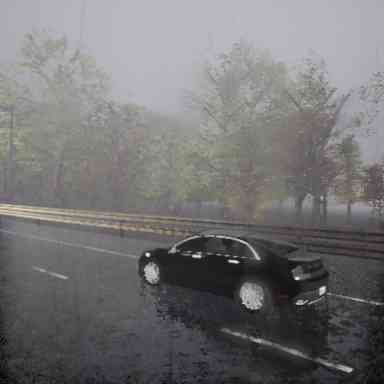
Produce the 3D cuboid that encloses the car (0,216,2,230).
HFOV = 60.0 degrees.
[{"bbox_3d":[-13.162,1.643,19.935,5.008,1.535,1.882,0,-1,41],"label":"car"}]

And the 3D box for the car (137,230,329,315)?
[{"bbox_3d":[0.703,1.680,8.074,4.892,1.490,1.837,0,-1,41],"label":"car"}]
